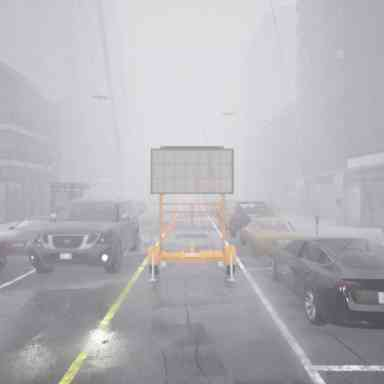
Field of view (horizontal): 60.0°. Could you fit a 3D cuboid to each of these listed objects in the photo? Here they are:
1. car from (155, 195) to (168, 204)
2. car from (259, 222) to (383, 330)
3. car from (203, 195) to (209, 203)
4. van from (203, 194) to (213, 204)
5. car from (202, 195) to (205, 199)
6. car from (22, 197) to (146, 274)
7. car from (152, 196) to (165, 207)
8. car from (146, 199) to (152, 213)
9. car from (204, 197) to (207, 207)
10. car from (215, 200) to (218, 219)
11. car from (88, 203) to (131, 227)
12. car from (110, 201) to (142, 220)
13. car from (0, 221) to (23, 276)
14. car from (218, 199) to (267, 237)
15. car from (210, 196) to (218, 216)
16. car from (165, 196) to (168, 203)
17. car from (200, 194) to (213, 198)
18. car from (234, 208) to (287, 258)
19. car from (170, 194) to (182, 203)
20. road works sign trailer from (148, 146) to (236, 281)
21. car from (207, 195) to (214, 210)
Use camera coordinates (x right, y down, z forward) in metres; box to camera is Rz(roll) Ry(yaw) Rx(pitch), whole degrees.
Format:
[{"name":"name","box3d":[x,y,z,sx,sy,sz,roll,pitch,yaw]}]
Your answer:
[{"name":"car","box3d":[-5.618,1.426,62.122,1.967,1.590,4.097,0,0,0]},{"name":"car","box3d":[2.862,1.565,6.884,1.947,1.339,4.313,0,0,0]},{"name":"car","box3d":[2.894,1.540,45.549,2.008,1.369,4.403,0,0,0]},{"name":"van","box3d":[2.908,1.327,62.120,1.690,1.788,3.998,0,0,0]},{"name":"car","box3d":[2.898,1.554,51.073,1.947,1.339,4.313,0,0,0]},{"name":"car","box3d":[-3.093,1.219,10.918,2.150,2.045,5.566,0,0,0]},{"name":"car","box3d":[-5.627,1.570,51.072,1.802,1.307,4.206,0,0,0]},{"name":"car","box3d":[-5.641,1.558,34.496,1.947,1.339,4.313,0,0,0]},{"name":"car","box3d":[2.889,1.542,40.026,2.008,1.369,4.403,0,0,0]},{"name":"car","box3d":[2.876,1.520,23.625,1.752,1.417,4.829,0,0,0]},{"name":"car","box3d":[-5.650,1.540,23.446,1.887,1.381,4.507,0,0,0]},{"name":"car","box3d":[-5.646,1.560,28.971,1.947,1.339,4.313,0,0,0]},{"name":"car","box3d":[-5.664,1.544,6.871,1.887,1.381,4.507,0,0,0]},{"name":"car","box3d":[2.871,1.312,17.931,2.192,1.841,5.009,0,0,0]},{"name":"car","box3d":[2.880,1.434,28.978,1.967,1.590,4.097,0,0,0]},{"name":"car","box3d":[-5.623,1.553,56.597,1.947,1.339,4.313,0,0,0]},{"name":"car","box3d":[2.903,1.302,56.597,2.192,1.841,5.009,0,0,0]},{"name":"car","box3d":[2.867,1.523,12.578,1.752,1.417,4.829,0,0,0]},{"name":"car","box3d":[-2.997,1.463,61.195,1.882,1.535,5.008,0,0,1]},{"name":"road works sign trailer","box3d":[0.006,0.463,9.790,2.380,3.560,2.880,0,0,0]},{"name":"car","box3d":[2.885,1.432,34.502,1.967,1.590,4.097,0,0,0]}]
